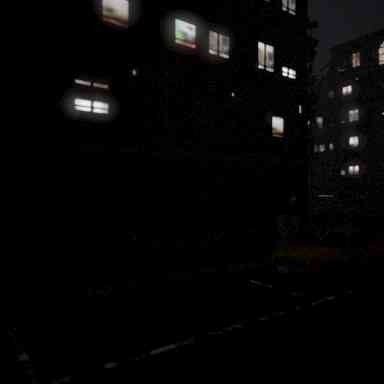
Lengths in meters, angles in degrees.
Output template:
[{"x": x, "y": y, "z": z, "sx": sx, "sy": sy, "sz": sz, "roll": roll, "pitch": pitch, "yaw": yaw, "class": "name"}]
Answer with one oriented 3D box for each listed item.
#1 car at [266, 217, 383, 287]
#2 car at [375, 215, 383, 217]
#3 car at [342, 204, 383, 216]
[{"x": 4.186, "y": 1.610, "z": 9.555, "sx": 4.829, "sy": 1.417, "sz": 1.752, "roll": 1, "pitch": -1, "yaw": -35, "class": "car"}, {"x": 8.937, "y": 1.691, "z": 12.941, "sx": 4.403, "sy": 1.369, "sz": 2.008, "roll": 1, "pitch": -1, "yaw": -35, "class": "car"}, {"x": 18.129, "y": 1.836, "z": 34.452, "sx": 1.752, "sy": 1.417, "sz": 4.829, "roll": -1, "pitch": 0, "yaw": -36, "class": "car"}]
